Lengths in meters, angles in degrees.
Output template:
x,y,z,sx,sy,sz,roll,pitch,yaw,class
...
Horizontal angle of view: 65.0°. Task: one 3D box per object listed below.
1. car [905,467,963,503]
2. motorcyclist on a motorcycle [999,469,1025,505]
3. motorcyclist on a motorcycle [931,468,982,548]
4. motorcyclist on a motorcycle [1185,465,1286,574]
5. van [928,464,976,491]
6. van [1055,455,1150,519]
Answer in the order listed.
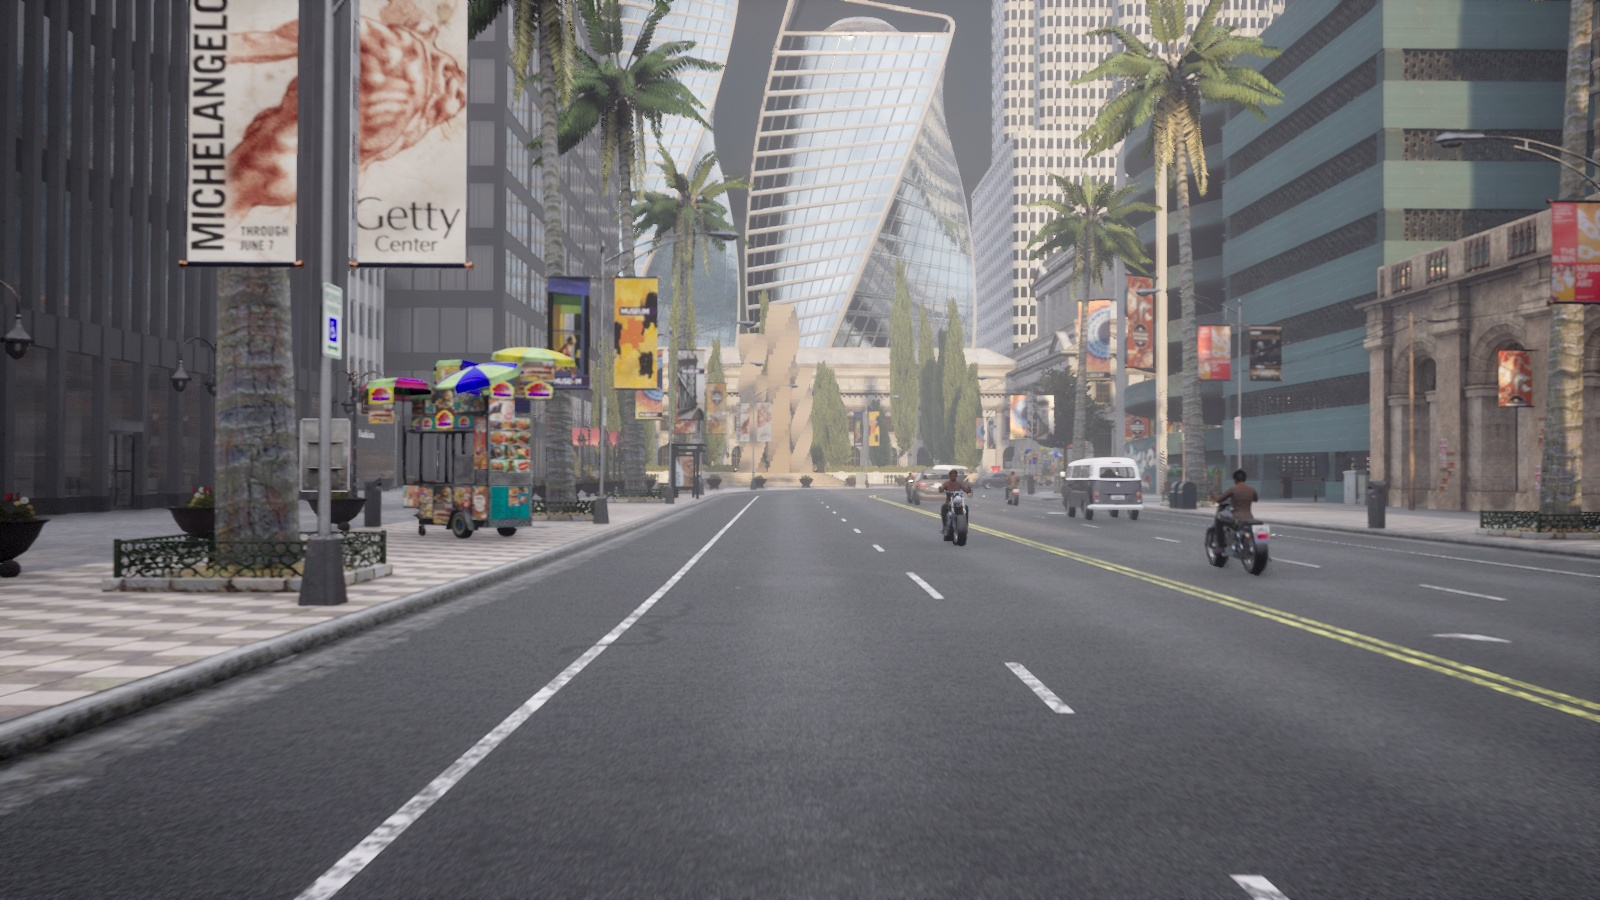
x,y,z,sx,sy,sz,roll,pitch,yaw,class
6.398,1.645,60.423,2.242,1.667,4.611,0,-1,-1,car
9.919,1.711,58.900,0.766,1.649,2.350,0,-1,-1,motorcyclist on a motorcycle
3.345,1.205,27.069,0.766,1.649,2.350,0,-1,-1,motorcyclist on a motorcycle
6.936,1.075,20.148,0.766,1.649,2.350,0,-1,-1,motorcyclist on a motorcycle
11.554,2.087,95.310,2.069,2.038,4.480,-1,-1,29,van
10.139,1.208,42.413,2.069,2.038,4.480,0,-1,-1,van
